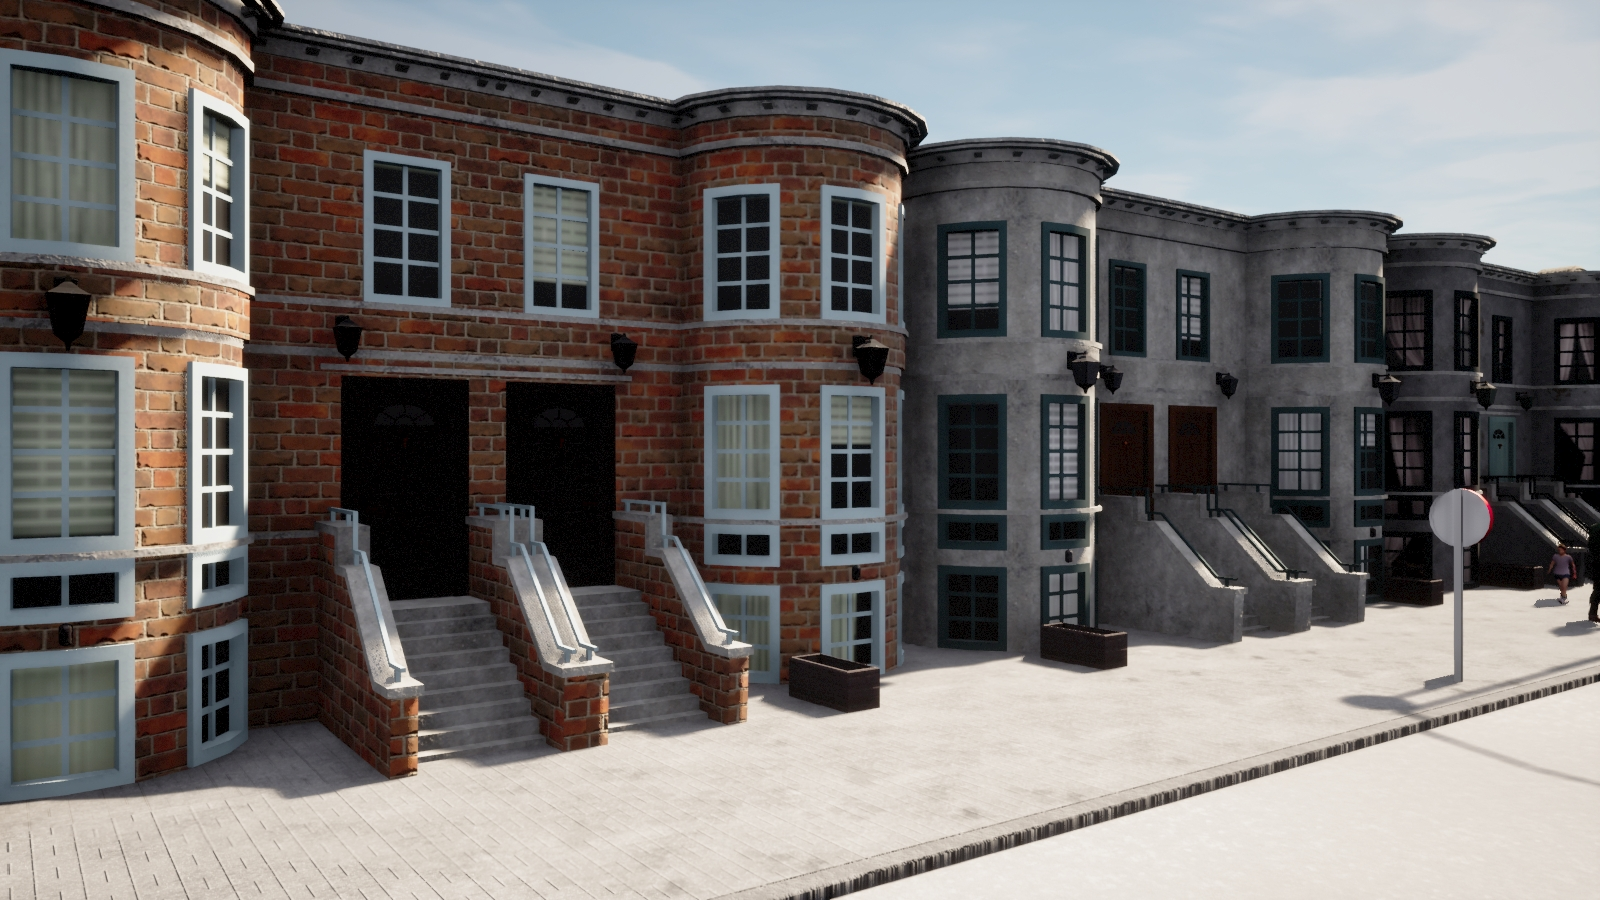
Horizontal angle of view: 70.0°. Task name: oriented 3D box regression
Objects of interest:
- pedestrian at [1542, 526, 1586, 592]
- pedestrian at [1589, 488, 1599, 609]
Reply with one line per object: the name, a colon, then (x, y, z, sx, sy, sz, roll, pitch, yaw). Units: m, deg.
pedestrian: (13.442, 1.904, 20.108, 0.500, 1.100, 0.500, 0, 0, -35)
pedestrian: (12.498, 1.524, 17.631, 0.375, 1.860, 0.375, 0, 0, -9)
